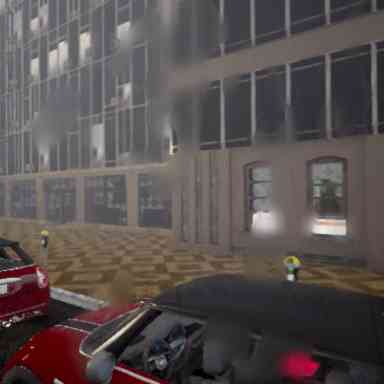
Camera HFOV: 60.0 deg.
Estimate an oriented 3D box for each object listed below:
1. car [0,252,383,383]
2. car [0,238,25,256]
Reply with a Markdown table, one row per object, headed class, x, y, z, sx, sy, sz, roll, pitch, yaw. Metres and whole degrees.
| class | x | y | z | sx | sy | sz | roll | pitch | yaw |
| --- | --- | --- | --- | --- | --- | --- | --- | --- | --- |
| car | 0.192 | 1.451 | 2.741 | 4.097 | 1.590 | 1.967 | -1 | 0 | 36 |
| car | -4.438 | 1.497 | 6.052 | 4.097 | 1.590 | 1.967 | -1 | 0 | 36 |
